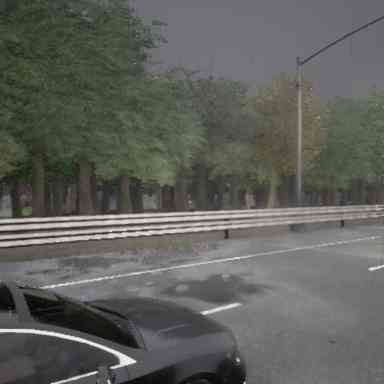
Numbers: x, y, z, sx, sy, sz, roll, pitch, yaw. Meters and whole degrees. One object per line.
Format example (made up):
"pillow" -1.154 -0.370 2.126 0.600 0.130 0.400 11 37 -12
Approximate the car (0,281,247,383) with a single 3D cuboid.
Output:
"car" -1.716 1.505 2.518 4.892 1.490 1.837 0 0 -36
